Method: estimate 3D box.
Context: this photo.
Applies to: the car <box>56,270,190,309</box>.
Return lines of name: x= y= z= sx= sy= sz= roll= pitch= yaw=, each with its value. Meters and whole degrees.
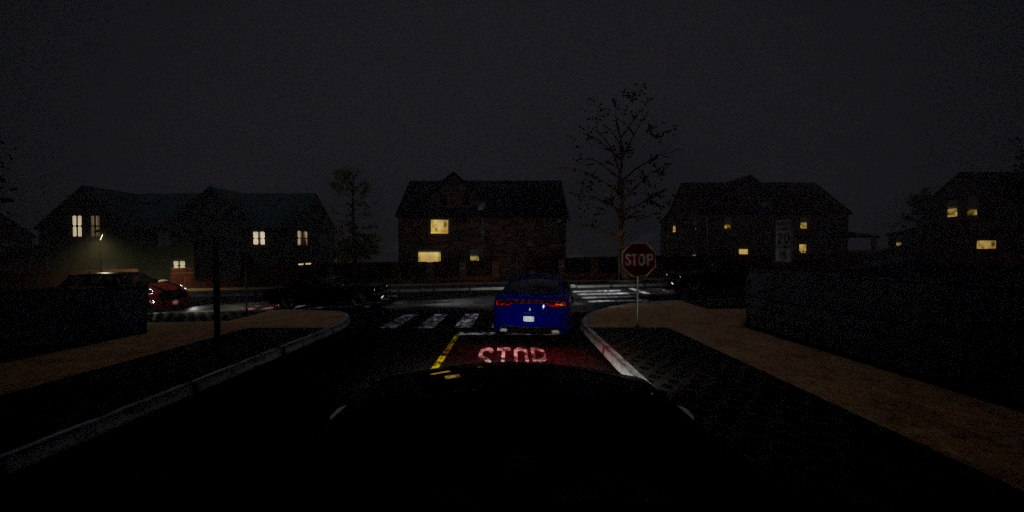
car: x=-16.800 y=1.472 z=15.488 sx=4.553 sy=1.767 sz=2.097 roll=-1 pitch=1 yaw=0

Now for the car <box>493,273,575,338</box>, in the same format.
car: x=0.786 y=1.227 z=10.289 sx=1.882 sy=1.535 sz=5.008 roll=0 pitch=0 yaw=10

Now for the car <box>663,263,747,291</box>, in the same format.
car: x=10.410 y=1.034 z=18.425 sx=4.718 sy=1.301 sz=1.895 roll=-1 pitch=1 yaw=-1

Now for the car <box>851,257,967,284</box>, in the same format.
car: x=20.055 y=0.754 z=18.461 sx=5.357 sy=1.411 sz=2.033 roll=-1 pitch=1 yaw=0

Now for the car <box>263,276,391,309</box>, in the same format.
car: x=-7.812 y=1.506 z=15.496 sx=4.718 sy=1.301 sz=1.895 roll=-1 pitch=1 yaw=0
